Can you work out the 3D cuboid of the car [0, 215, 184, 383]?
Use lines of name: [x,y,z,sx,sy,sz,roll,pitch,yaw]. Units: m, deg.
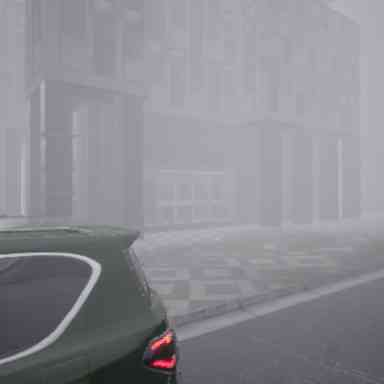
car: [-2.650,1.228,1.490,5.566,2.045,2.150,-1,0,-35]
